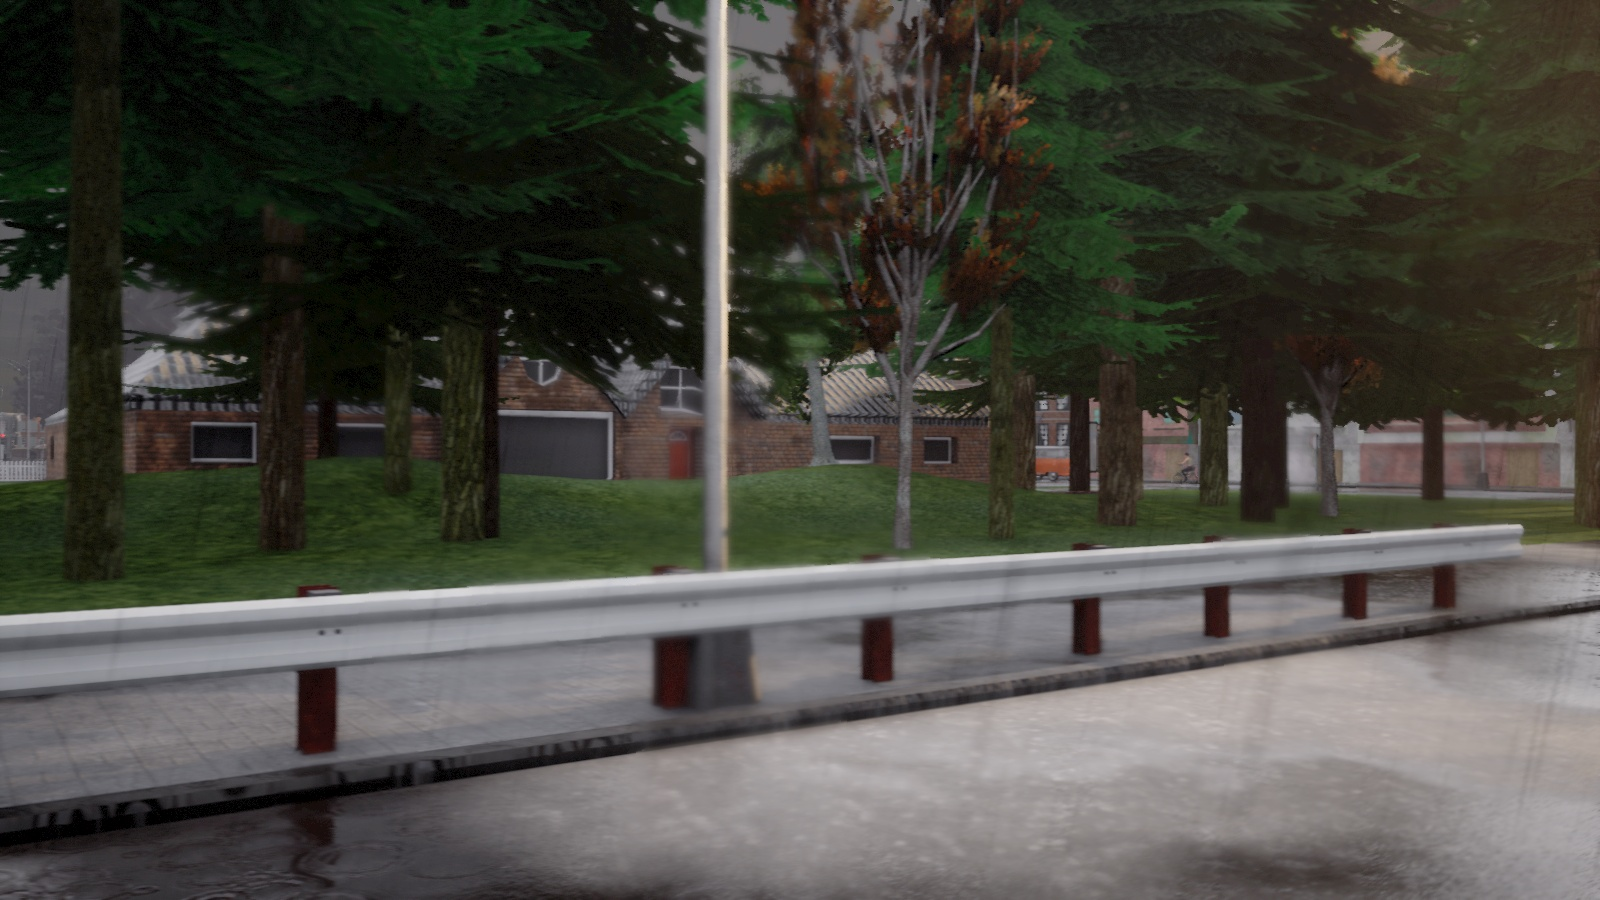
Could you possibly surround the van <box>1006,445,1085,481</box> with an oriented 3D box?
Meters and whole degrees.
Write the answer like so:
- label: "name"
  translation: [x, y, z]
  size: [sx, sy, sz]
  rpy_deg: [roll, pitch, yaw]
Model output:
- label: "van"
  translation: [13.807, 0.705, 70.845]
  size: [1.775, 1.987, 4.442]
  rpy_deg: [0, 0, -35]
